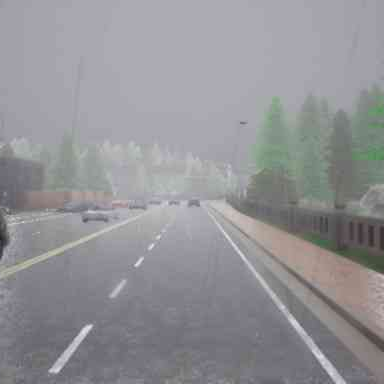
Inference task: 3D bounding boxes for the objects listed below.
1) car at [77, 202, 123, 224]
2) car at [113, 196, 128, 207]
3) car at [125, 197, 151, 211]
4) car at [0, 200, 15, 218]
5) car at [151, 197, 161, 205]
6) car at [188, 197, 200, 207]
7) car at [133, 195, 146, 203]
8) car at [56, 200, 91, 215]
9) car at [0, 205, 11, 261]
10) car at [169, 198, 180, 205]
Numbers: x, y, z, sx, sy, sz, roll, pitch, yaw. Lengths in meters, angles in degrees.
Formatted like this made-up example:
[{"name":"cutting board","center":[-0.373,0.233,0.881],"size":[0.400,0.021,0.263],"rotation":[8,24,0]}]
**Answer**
[{"name":"car","center":[-6.993,1.663,25.802],"size":[1.895,1.301,4.718],"rotation":[0,0,0]},{"name":"car","center":[-10.389,1.473,49.527],"size":[2.097,1.767,4.553],"rotation":[0,0,1]},{"name":"car","center":[-6.912,1.670,43.070],"size":[1.994,1.385,4.181],"rotation":[0,0,0]},{"name":"car","center":[-19.172,1.519,30.458],"size":[4.902,1.511,2.128],"rotation":[0,0,3]},{"name":"car","center":[-6.762,1.634,60.947],"size":[1.882,1.535,5.008],"rotation":[0,0,1]},{"name":"car","center":[0.334,1.646,54.557],"size":[1.837,1.490,4.892],"rotation":[0,0,0]},{"name":"car","center":[-10.220,1.328,64.960],"size":[1.994,1.385,4.181],"rotation":[0,0,0]},{"name":"car","center":[-12.138,1.632,36.195],"size":[2.033,1.411,5.357],"rotation":[0,0,23]},{"name":"car","center":[-7.068,1.239,8.654],"size":[2.150,2.045,5.566],"rotation":[0,0,0]},{"name":"car","center":[-3.142,1.754,59.947],"size":[1.895,1.301,4.718],"rotation":[0,0,0]}]
